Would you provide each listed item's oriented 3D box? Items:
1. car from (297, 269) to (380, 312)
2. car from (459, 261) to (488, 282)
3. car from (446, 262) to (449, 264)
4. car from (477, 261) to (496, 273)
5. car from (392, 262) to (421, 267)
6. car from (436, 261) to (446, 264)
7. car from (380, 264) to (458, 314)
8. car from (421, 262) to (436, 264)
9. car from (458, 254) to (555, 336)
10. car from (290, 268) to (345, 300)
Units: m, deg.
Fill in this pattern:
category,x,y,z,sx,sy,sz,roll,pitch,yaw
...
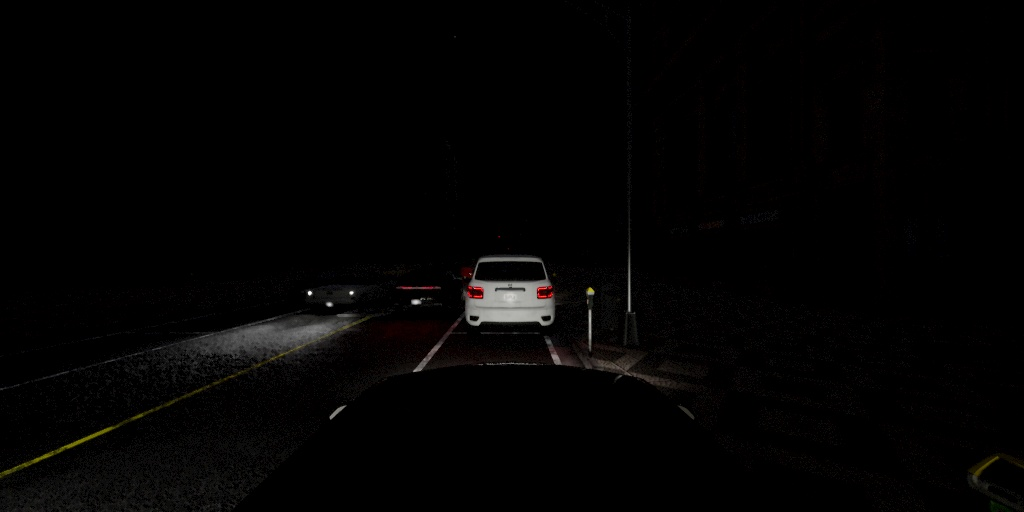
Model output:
category,x,y,z,sx,sy,sz,roll,pitch,yaw
car,-6.246,1.352,14.480,1.895,1.301,4.718,0,0,0
car,-3.145,1.231,30.293,1.882,1.535,5.008,0,0,0
car,-8.925,1.300,45.205,1.888,1.381,4.507,0,0,0
car,-3.045,1.319,43.547,1.994,1.385,4.181,0,0,0
car,-8.921,1.278,28.459,1.751,1.417,4.829,0,0,0
car,-8.923,1.299,39.680,1.888,1.381,4.507,0,0,0
car,-3.046,1.242,13.818,2.128,1.511,4.902,0,0,0
car,-8.922,1.298,34.154,1.888,1.381,4.507,0,0,0
car,-0.039,0.979,10.530,2.150,2.045,5.566,0,0,0
car,-8.919,1.296,17.578,1.888,1.381,4.507,0,0,0
